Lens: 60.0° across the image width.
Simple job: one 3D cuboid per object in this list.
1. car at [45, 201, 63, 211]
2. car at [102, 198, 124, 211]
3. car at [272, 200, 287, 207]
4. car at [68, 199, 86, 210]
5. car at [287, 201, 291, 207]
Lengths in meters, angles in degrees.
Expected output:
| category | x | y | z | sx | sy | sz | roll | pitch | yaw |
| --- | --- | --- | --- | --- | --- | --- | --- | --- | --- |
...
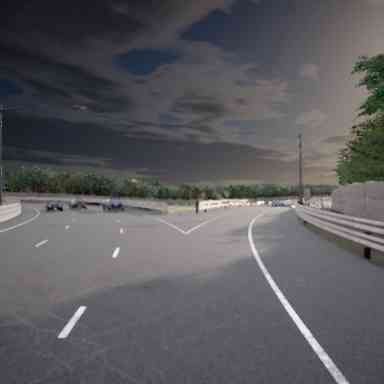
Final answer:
| category | x | y | z | sx | sy | sz | roll | pitch | yaw |
| --- | --- | --- | --- | --- | --- | --- | --- | --- | --- |
| car | -18.383 | 1.825 | 44.129 | 1.895 | 1.301 | 4.718 | 0 | 0 | -28 |
| car | -10.371 | 1.559 | 43.437 | 2.097 | 1.767 | 4.553 | 0 | 0 | -25 |
| car | 17.573 | 2.383 | 68.113 | 2.033 | 1.411 | 5.357 | 0 | -3 | 23 |
| car | -16.661 | 1.743 | 48.174 | 1.837 | 1.490 | 4.892 | 1 | -1 | -29 |
| car | 21.731 | 2.778 | 77.593 | 1.812 | 1.442 | 4.674 | 0 | -3 | 25 |
